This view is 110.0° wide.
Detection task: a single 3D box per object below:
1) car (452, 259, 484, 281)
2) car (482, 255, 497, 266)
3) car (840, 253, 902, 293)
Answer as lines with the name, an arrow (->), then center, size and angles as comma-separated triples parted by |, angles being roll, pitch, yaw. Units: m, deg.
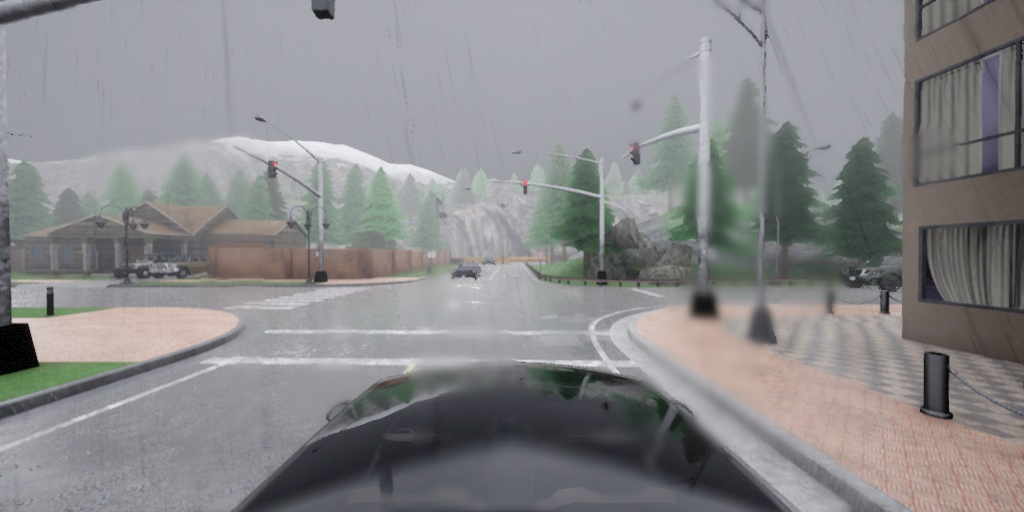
car -> -3.501, 1.174, 28.124 | 1.895, 1.301, 4.718 | 0, 1, 0
car -> -3.502, 0.581, 55.329 | 2.097, 1.767, 4.553 | 0, 0, 0
car -> 21.319, 0.864, 19.558 | 5.566, 2.045, 2.150 | 0, 0, -1
